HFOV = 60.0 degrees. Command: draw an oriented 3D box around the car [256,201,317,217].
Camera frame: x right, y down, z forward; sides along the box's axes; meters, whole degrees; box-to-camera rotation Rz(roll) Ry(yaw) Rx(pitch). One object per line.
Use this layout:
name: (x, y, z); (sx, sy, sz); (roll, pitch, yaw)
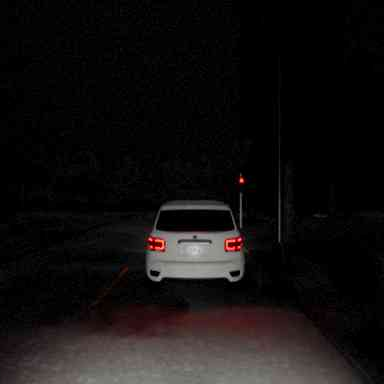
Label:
car: (8.781, 1.538, 31.150); (5.357, 1.411, 2.033); (0, 0, 5)

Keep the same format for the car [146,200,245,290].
car: (0.103, 1.219, 9.207); (2.150, 2.045, 5.566); (0, 0, 1)
